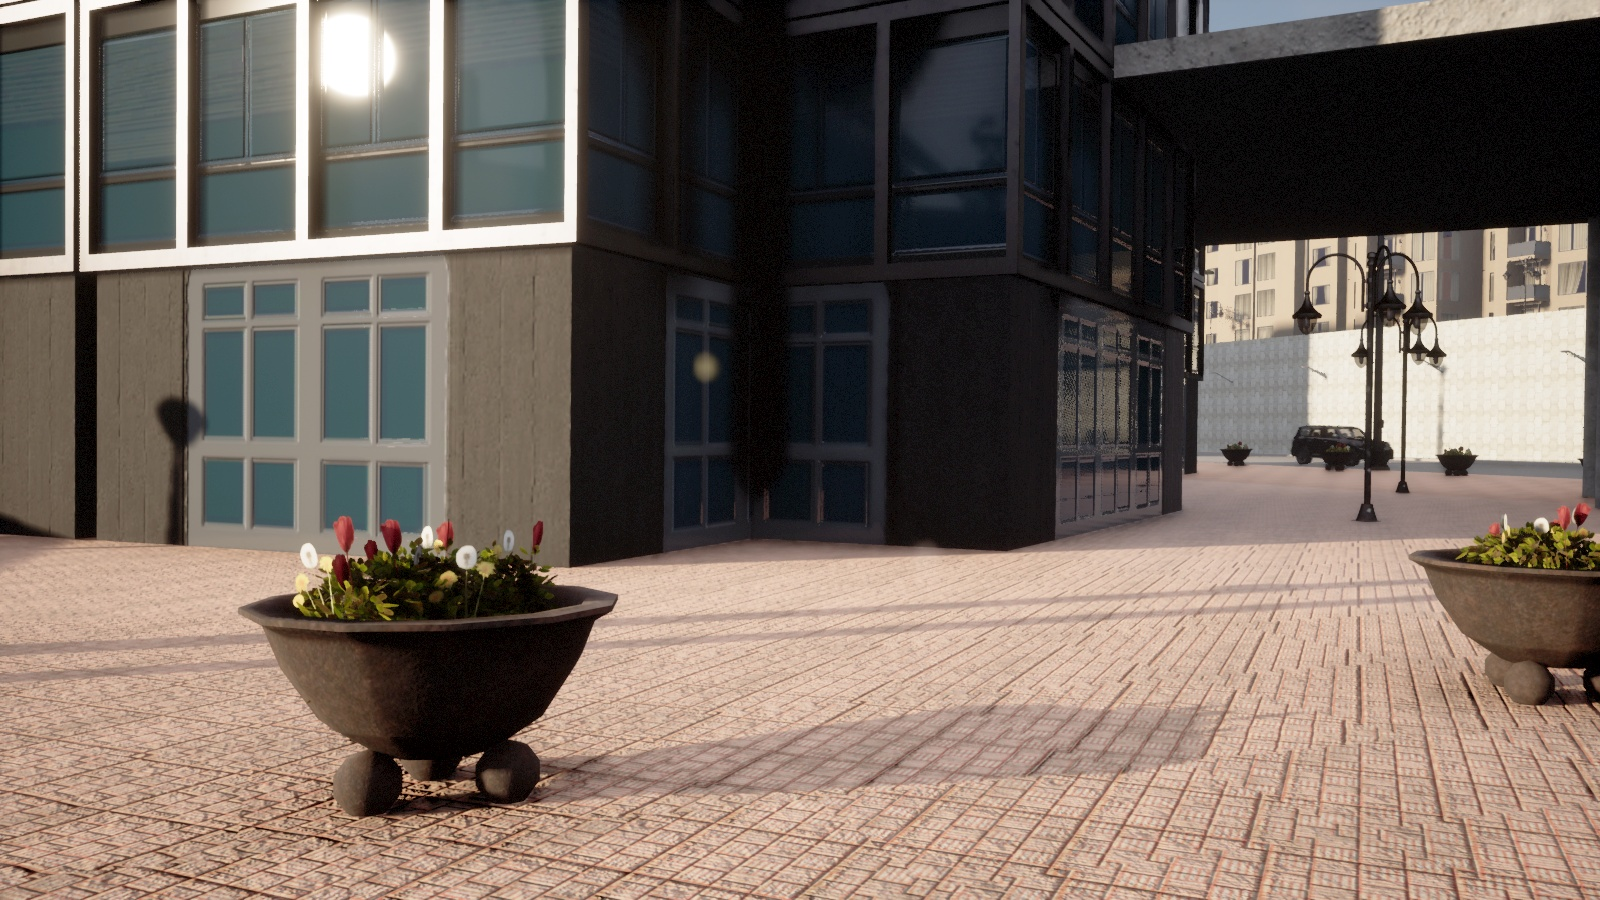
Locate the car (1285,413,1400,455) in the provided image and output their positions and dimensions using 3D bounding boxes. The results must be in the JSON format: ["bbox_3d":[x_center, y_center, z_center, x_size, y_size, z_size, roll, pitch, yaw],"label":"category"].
[{"bbox_3d":[27.588,-0.824,64.091,2.150,2.045,5.566,-1,1,-20],"label":"car"}]
